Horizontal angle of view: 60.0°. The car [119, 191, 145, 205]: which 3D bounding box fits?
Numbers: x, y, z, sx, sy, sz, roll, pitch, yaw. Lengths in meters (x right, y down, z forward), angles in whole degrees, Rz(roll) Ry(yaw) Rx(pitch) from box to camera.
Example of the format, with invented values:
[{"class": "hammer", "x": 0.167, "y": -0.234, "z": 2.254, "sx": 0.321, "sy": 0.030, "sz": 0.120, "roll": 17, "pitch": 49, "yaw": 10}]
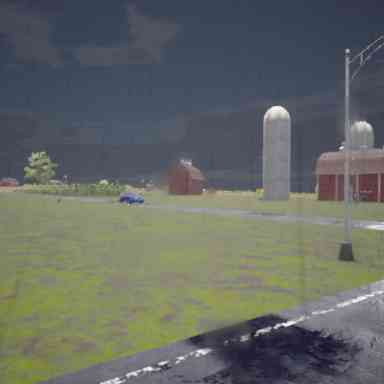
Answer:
[{"class": "car", "x": -9.641, "y": 0.924, "z": 52.905, "sx": 2.150, "sy": 2.045, "sz": 5.566, "roll": 1, "pitch": 0, "yaw": -37}]
